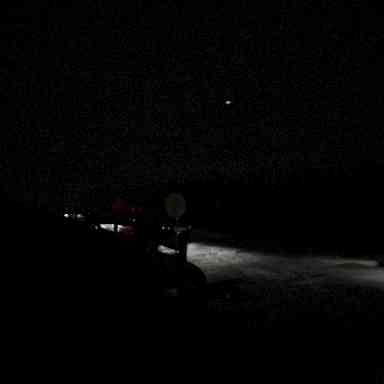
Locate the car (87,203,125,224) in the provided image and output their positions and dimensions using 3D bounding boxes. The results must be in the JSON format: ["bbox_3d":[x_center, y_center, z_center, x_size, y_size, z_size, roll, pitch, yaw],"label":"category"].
[{"bbox_3d":[-7.943,1.990,29.355,2.033,1.411,5.357,1,-1,-29],"label":"car"}]

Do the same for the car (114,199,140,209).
[{"bbox_3d":[-6.778,1.744,33.154,2.150,2.045,5.566,1,-1,-29],"label":"car"}]

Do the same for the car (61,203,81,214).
[{"bbox_3d":[-16.278,2.190,44.593,1.812,1.442,4.674,1,-1,-28],"label":"car"}]

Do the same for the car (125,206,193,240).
[{"bbox_3d":[-1.706,1.749,18.084,2.128,1.511,4.902,1,-1,-29],"label":"car"}]
